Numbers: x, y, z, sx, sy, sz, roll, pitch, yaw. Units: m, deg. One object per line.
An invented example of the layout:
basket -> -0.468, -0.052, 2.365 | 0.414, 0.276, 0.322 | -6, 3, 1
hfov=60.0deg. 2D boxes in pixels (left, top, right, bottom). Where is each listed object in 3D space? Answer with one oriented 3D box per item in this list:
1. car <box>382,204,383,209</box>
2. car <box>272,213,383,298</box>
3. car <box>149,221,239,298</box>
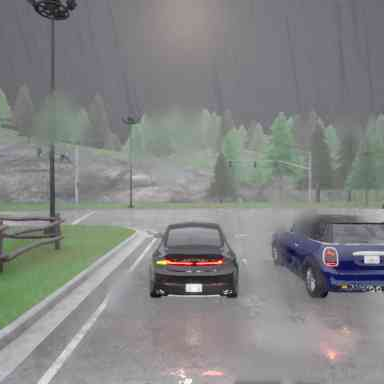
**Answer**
car -> 23.643, 1.222, 35.860 | 5.566, 2.045, 2.150 | 0, 0, -2
car -> 3.552, 1.352, 8.667 | 2.097, 1.767, 4.553 | 0, 0, 0
car -> 0.051, 1.505, 8.502 | 1.837, 1.490, 4.892 | 0, 0, 0
